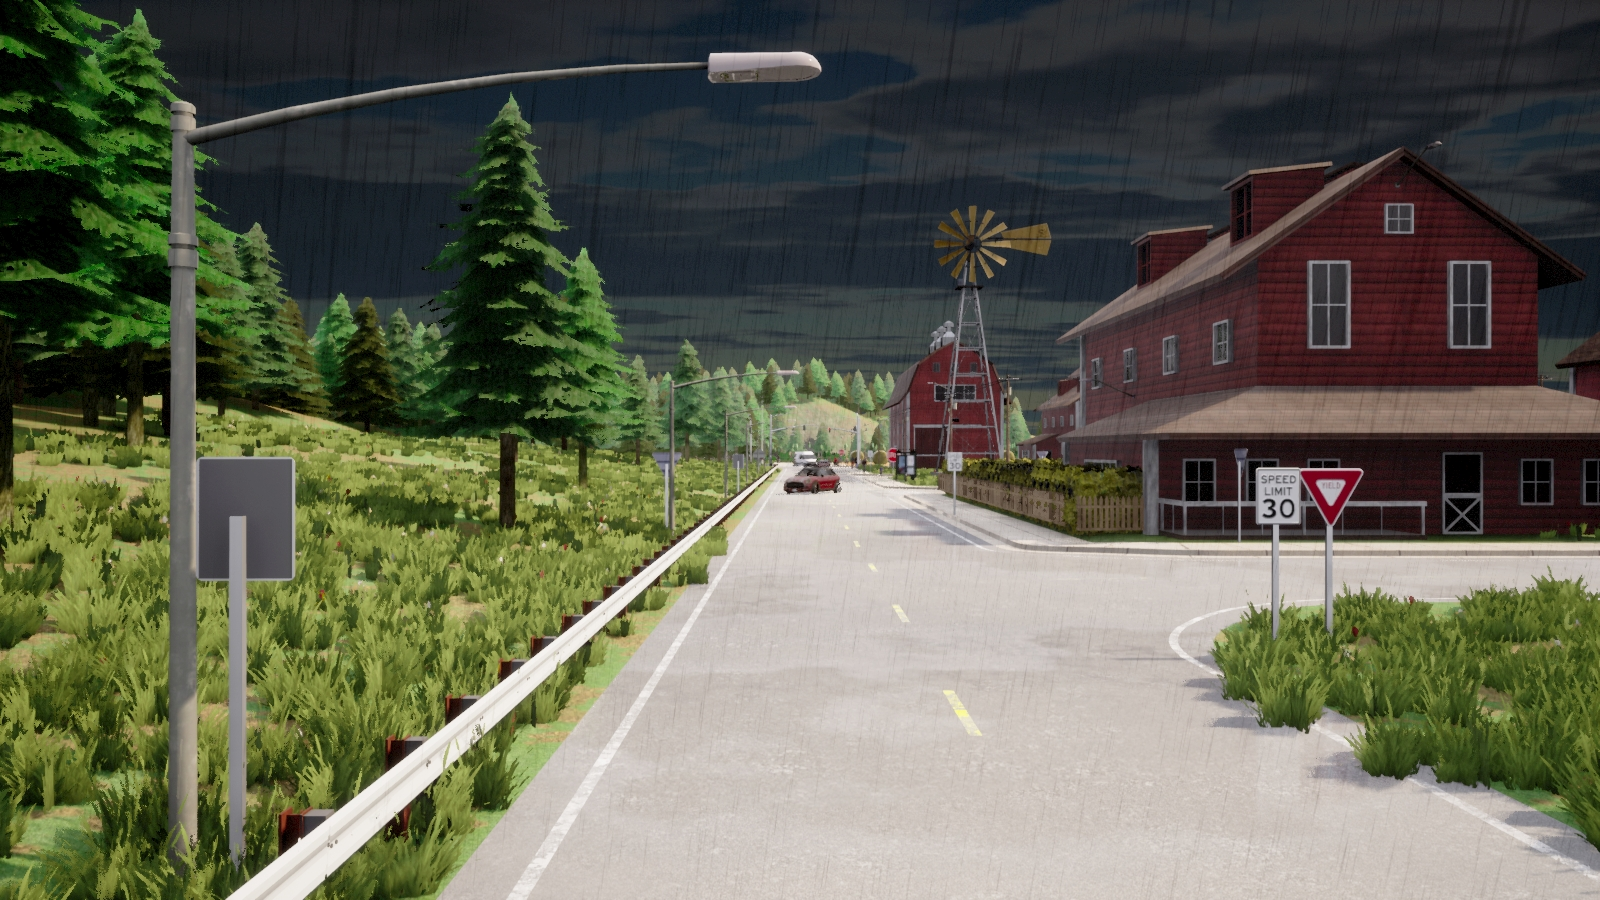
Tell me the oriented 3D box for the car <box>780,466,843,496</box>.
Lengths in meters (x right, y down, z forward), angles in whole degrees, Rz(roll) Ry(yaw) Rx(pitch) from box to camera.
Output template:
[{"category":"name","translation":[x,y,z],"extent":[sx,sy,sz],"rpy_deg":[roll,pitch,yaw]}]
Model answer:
[{"category":"car","translation":[0.772,1.906,72.486],"extent":[2.097,1.767,4.553],"rpy_deg":[0,0,30]}]
